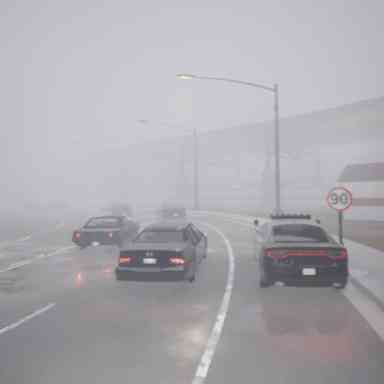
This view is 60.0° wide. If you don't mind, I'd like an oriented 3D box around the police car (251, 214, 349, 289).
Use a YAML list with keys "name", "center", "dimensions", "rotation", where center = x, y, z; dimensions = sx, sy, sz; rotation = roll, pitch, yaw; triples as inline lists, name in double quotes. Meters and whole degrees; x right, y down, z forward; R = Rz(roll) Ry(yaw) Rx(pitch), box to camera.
- name: "police car"
  center: [2.740, 1.429, 9.352]
  dimensions: [1.930, 1.638, 5.238]
  rotation: [-1, 0, 8]

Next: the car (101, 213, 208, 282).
- name: "car"
  center: [-0.626, 1.613, 9.999]
  dimensions: [2.033, 1.411, 5.357]
  rotation: [-1, 0, 7]

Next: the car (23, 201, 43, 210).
- name: "car"
  center: [-27.229, 2.266, 56.731]
  dimensions: [4.902, 1.511, 2.128]
  rotation: [-1, 0, 43]

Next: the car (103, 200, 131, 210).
- name: "car"
  center: [-7.331, 1.812, 33.374]
  dimensions: [1.837, 1.490, 4.892]
  rotation: [0, -1, -23]

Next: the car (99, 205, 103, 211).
- name: "car"
  center: [-10.858, 1.889, 45.275]
  dimensions: [1.801, 1.575, 5.366]
  rotation: [-1, 0, -40]

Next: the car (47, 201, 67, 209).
- name: "car"
  center: [-23.605, 2.246, 58.131]
  dimensions: [4.674, 1.442, 1.812]
  rotation: [-1, 0, 43]

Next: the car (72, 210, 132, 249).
- name: "car"
  center: [-3.721, 1.748, 15.302]
  dimensions: [1.895, 1.301, 4.718]
  rotation: [-1, 0, 2]

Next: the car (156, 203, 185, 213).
- name: "car"
  center: [-1.914, 1.666, 28.512]
  dimensions: [1.882, 1.535, 5.008]
  rotation: [-1, 0, -15]
